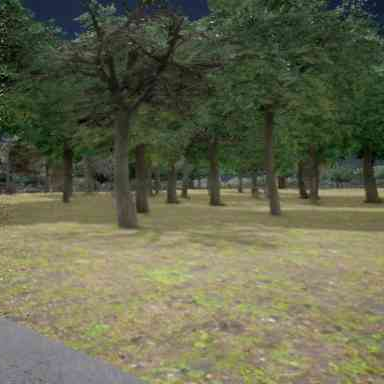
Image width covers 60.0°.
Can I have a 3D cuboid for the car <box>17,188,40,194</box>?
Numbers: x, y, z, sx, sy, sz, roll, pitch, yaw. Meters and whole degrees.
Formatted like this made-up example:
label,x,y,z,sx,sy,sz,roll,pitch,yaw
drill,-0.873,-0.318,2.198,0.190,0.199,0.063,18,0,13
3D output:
label,x,y,z,sx,sy,sz,roll,pitch,yaw
car,-37.023,-0.160,75.298,2.128,1.511,4.902,-2,0,34
